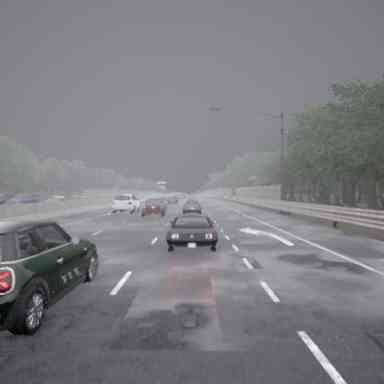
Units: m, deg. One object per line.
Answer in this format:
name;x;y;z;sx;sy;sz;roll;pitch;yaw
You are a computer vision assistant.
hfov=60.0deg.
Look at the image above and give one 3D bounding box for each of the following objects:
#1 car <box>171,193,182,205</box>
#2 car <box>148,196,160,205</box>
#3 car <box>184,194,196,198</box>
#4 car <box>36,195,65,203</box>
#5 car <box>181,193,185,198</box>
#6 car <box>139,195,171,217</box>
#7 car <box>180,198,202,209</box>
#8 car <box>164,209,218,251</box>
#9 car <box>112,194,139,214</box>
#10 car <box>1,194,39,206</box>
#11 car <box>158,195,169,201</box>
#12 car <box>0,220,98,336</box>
car;-3.479;1.527;61.793;2.128;1.511;4.902;0;0;0
car;-6.981;1.561;61.786;1.812;1.442;4.674;0;0;0
car;0.020;1.582;61.781;2.033;1.411;5.357;0;0;0
car;-17.553;1.525;42.515;1.882;1.535;5.008;0;0;0
car;-3.473;1.533;83.927;1.812;1.442;4.674;0;0;0
car;-3.490;1.394;32.041;2.097;1.767;4.553;0;0;0
car;0.012;1.609;35.688;1.994;1.385;4.181;0;0;0
car;0.005;1.617;14.121;1.895;1.301;4.718;0;0;0
car;-6.988;1.267;35.763;2.150;2.045;5.566;0;0;0
car;-21.036;1.267;41.829;2.150;2.045;5.566;0;0;1
car;-6.973;1.550;81.926;2.033;1.411;5.357;0;0;0
car;-3.498;1.357;6.856;2.097;1.767;4.553;0;0;0
